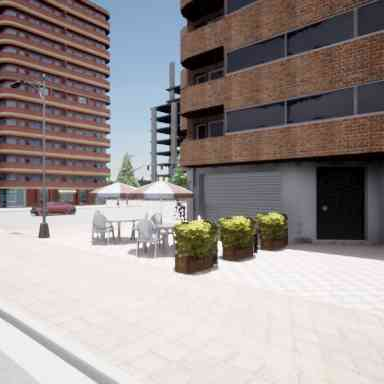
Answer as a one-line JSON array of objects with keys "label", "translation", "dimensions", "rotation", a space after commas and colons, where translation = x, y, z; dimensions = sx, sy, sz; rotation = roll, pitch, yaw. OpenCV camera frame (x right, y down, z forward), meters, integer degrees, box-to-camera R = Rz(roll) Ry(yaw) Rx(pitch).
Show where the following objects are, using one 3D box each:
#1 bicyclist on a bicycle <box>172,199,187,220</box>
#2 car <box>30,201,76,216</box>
[{"label": "bicyclist on a bicycle", "translation": [-0.968, 1.356, 25.431], "dimensions": [1.656, 1.620, 0.582], "rotation": [0, 0, 41]}, {"label": "car", "translation": [-13.650, 1.619, 32.927], "dimensions": [1.994, 1.385, 4.181], "rotation": [0, 0, 42]}]
